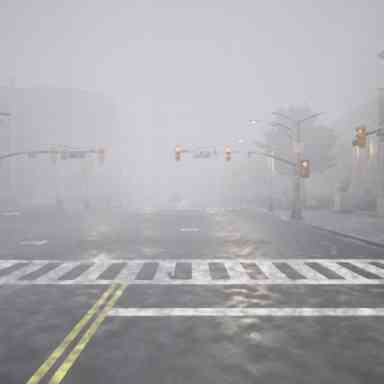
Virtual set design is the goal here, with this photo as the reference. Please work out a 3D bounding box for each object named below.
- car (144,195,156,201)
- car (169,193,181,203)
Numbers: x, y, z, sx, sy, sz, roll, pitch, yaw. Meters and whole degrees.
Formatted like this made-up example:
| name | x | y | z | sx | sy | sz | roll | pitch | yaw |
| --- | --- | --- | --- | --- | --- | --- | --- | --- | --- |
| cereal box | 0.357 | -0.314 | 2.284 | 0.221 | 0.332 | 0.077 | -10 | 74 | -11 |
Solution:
| name | x | y | z | sx | sy | sz | roll | pitch | yaw |
| --- | --- | --- | --- | --- | --- | --- | --- | --- | --- |
| car | -10.822 | 1.525 | 85.476 | 2.033 | 1.411 | 5.357 | 0 | 0 | -25 |
| car | -3.545 | 1.214 | 69.462 | 2.150 | 2.045 | 5.566 | 0 | 0 | 0 |
